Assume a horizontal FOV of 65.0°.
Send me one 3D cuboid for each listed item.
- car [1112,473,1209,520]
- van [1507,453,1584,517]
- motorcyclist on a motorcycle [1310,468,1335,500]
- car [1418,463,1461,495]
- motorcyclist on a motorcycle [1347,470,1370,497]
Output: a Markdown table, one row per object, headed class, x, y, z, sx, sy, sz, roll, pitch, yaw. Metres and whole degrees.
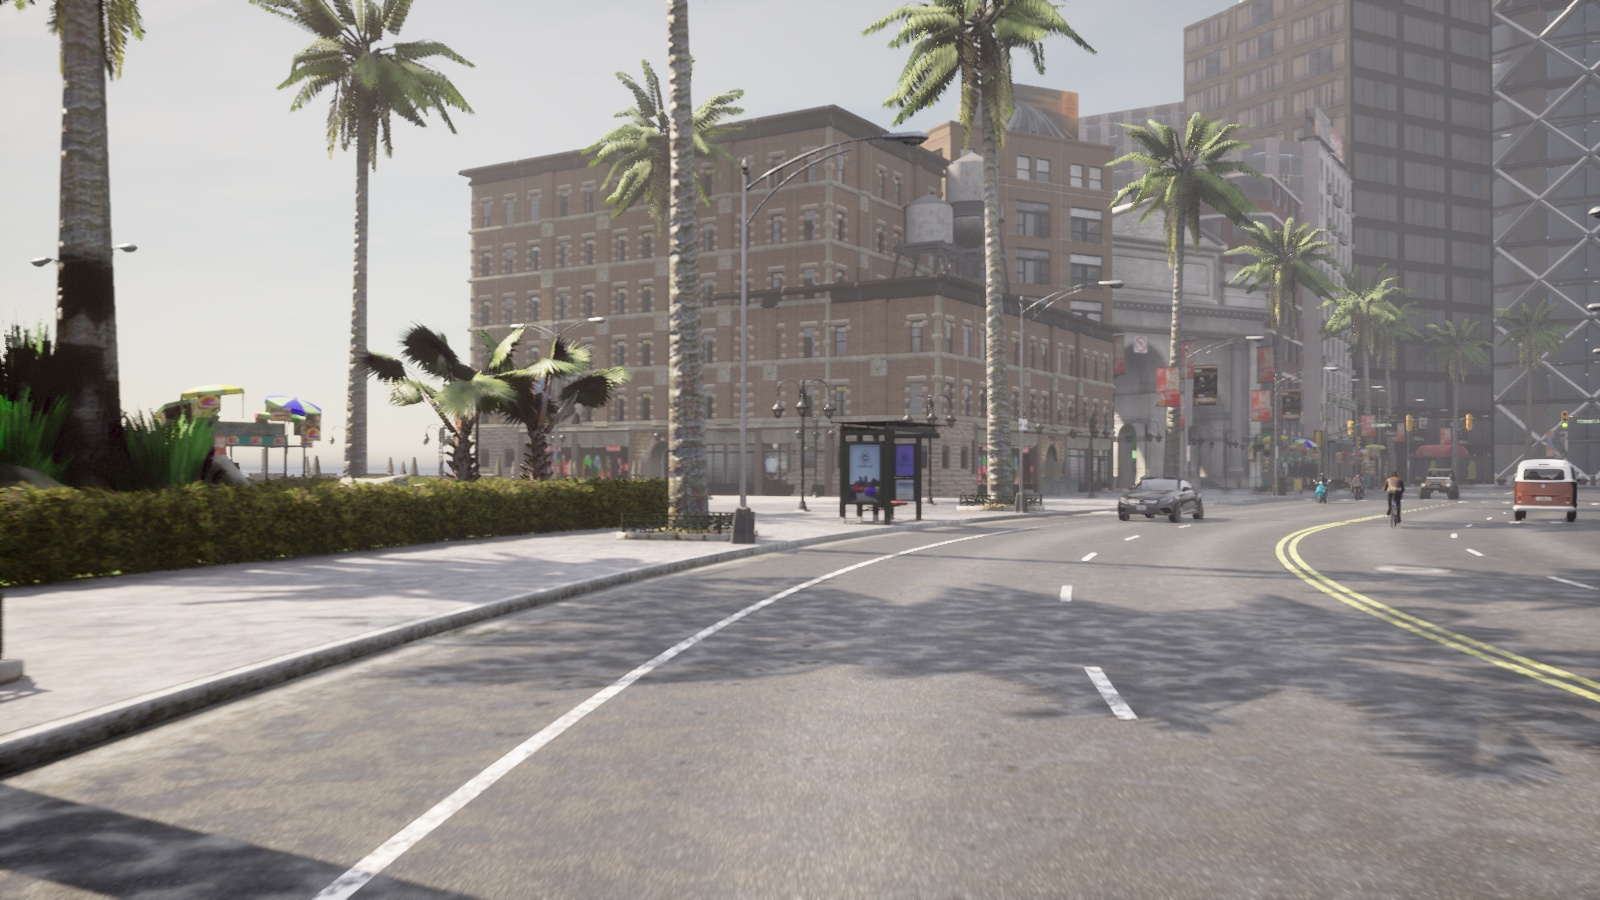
| class | x | y | z | sx | sy | sz | roll | pitch | yaw |
| --- | --- | --- | --- | --- | --- | --- | --- | --- | --- |
| car | 11.832 | 1.481 | 41.002 | 1.812 | 1.442 | 4.674 | -1 | -1 | 32 |
| van | 25.387 | 1.156 | 42.709 | 2.069 | 2.038 | 4.480 | -1 | -1 | 33 |
| motorcyclist on a motorcycle | 26.568 | 1.735 | 63.822 | 0.866 | 1.590 | 1.817 | -1 | -1 | 33 |
| car | 38.989 | 1.742 | 76.544 | 1.905 | 1.878 | 3.866 | -1 | -1 | 33 |
| motorcyclist on a motorcycle | 32.443 | 1.945 | 72.876 | 0.866 | 1.530 | 2.191 | -1 | -1 | 33 |
